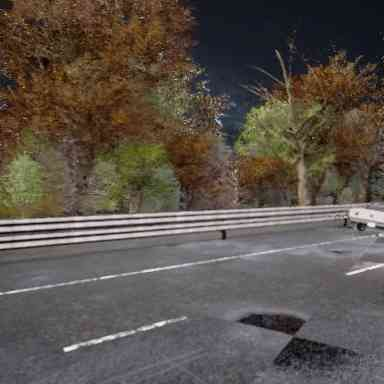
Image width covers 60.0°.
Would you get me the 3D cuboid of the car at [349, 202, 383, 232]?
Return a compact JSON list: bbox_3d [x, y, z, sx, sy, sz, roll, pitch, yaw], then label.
[{"bbox_3d":[8.842,1.220,14.262,4.718,1.301,1.895,7,3,-35],"label":"car"}]
